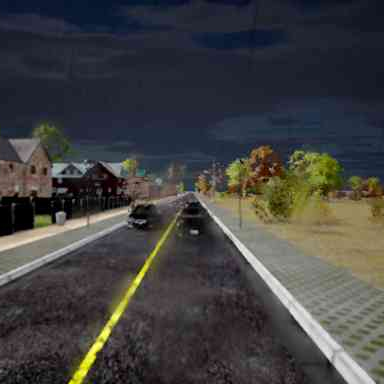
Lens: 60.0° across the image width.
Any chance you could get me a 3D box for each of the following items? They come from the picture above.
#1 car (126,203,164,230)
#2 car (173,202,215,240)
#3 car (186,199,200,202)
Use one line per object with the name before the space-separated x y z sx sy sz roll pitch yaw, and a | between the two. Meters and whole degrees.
car | -2.843 1.491 20.849 1.837 1.490 4.892 0 0 0
car | 0.106 1.493 16.793 1.837 1.490 4.892 0 0 0
car | 0.111 1.468 35.636 2.128 1.511 4.902 0 0 0
